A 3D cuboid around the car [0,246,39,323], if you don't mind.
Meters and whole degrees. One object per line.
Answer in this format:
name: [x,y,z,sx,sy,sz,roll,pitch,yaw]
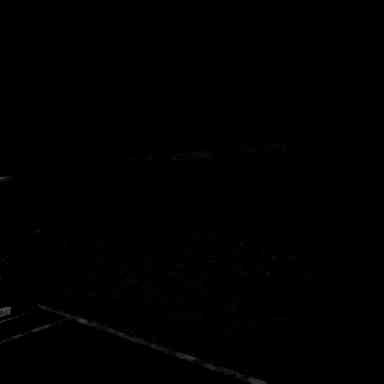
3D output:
car: [-4.639,1.590,6.272,4.403,1.369,2.008,0,0,36]
